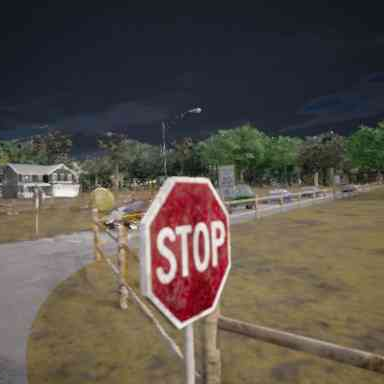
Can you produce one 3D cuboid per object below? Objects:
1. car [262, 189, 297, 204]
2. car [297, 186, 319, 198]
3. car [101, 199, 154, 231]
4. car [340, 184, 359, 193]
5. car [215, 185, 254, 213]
[{"bbox_3d":[8.945,0.421,34.749,1.812,1.442,4.674,-3,0,36],"label":"car"},{"bbox_3d":[15.004,-0.011,43.194,1.837,1.490,4.892,-3,0,36],"label":"car"},{"bbox_3d":[-2.769,1.178,18.344,1.837,1.490,4.892,-3,0,36],"label":"car"},{"bbox_3d":[24.236,-0.562,51.164,1.994,1.385,4.181,-3,0,36],"label":"car"},{"bbox_3d":[2.965,0.516,26.409,2.150,2.045,5.566,-3,0,36],"label":"car"}]
